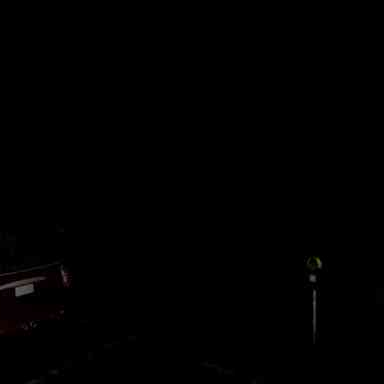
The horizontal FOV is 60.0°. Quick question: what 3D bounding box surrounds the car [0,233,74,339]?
[{"bbox_3d":[-3.995,1.439,5.928,4.097,1.590,1.967,0,0,36],"label":"car"}]
